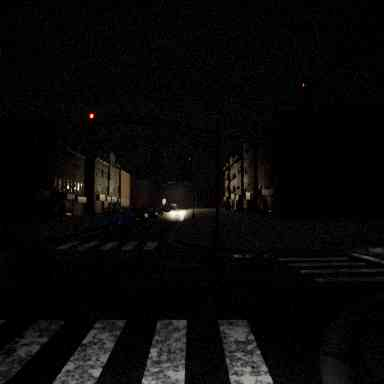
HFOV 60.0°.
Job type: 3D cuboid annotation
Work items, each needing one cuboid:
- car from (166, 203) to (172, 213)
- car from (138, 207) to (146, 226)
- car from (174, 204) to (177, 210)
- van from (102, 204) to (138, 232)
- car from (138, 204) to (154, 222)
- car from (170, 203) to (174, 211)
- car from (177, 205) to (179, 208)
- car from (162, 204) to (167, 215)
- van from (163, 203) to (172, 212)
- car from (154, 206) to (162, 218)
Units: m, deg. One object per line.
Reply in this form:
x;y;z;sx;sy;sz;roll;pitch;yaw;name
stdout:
-5.495;3.344;64.438;1.887;1.381;4.507;1;-2;0;car
-5.404;2.211;27.728;2.008;1.369;4.403;2;-2;0;car
-5.548;4.086;85.586;2.008;1.369;4.403;1;-2;0;car
-5.390;1.905;24.415;1.690;1.788;3.998;2;-2;0;van
-5.409;2.120;32.718;2.192;1.841;5.009;2;-2;0;car
-5.506;3.419;69.728;1.967;1.590;4.097;1;-2;0;car
-5.556;4.041;90.880;2.192;1.841;5.009;1;-2;0;car
-5.470;3.035;53.862;1.802;1.307;4.206;2;-2;0;car
-5.517;3.501;75.019;1.690;1.788;3.998;1;-2;0;van
-5.442;2.666;43.287;1.887;1.381;4.507;2;-2;0;car
